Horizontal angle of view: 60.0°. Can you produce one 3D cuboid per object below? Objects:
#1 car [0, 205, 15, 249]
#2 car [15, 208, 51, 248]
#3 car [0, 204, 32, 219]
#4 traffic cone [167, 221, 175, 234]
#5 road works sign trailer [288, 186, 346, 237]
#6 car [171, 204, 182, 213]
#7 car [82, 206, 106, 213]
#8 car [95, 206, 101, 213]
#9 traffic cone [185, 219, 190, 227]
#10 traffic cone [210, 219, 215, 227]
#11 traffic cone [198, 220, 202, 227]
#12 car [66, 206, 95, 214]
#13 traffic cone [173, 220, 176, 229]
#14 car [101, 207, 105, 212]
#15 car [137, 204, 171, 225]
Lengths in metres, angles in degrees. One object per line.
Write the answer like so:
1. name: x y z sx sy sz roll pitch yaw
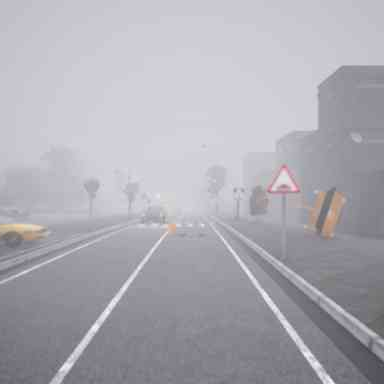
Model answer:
1. car: -9.569 1.480 12.374 4.553 1.767 2.185 0 -1 0
2. car: -9.366 1.664 15.290 5.366 1.575 1.946 0 -1 0
3. car: -21.940 2.331 39.840 4.553 1.767 2.185 0 -2 0
4. traffic cone: -1.366 2.276 20.539 0.340 0.580 0.340 0 -2 0
5. road works sign trailer: 6.322 0.885 16.792 2.880 2.380 3.560 19 1 14
6. car: -3.069 3.726 70.756 2.033 1.411 5.357 0 -2 0
7. car: -21.756 3.805 73.842 4.674 1.452 2.002 0 -2 0
8. car: -21.781 3.519 67.427 4.892 1.521 2.231 0 -2 0
9. traffic cone: -0.358 2.465 26.537 0.340 0.580 0.340 0 -2 0
10. traffic cone: 1.641 2.465 26.534 0.340 0.580 0.340 0 -2 0
11. traffic cone: 0.641 2.465 26.535 0.340 0.580 0.340 0 -2 0
12. car: -21.799 3.432 64.152 4.674 1.452 2.002 0 -2 0
13. traffic cone: -1.363 2.334 22.538 0.340 0.580 0.340 0 -2 0
14. car: -21.778 3.643 70.698 5.008 1.535 2.097 0 -2 0
15. car: -3.311 1.981 29.875 2.097 1.767 4.553 0 -2 0
